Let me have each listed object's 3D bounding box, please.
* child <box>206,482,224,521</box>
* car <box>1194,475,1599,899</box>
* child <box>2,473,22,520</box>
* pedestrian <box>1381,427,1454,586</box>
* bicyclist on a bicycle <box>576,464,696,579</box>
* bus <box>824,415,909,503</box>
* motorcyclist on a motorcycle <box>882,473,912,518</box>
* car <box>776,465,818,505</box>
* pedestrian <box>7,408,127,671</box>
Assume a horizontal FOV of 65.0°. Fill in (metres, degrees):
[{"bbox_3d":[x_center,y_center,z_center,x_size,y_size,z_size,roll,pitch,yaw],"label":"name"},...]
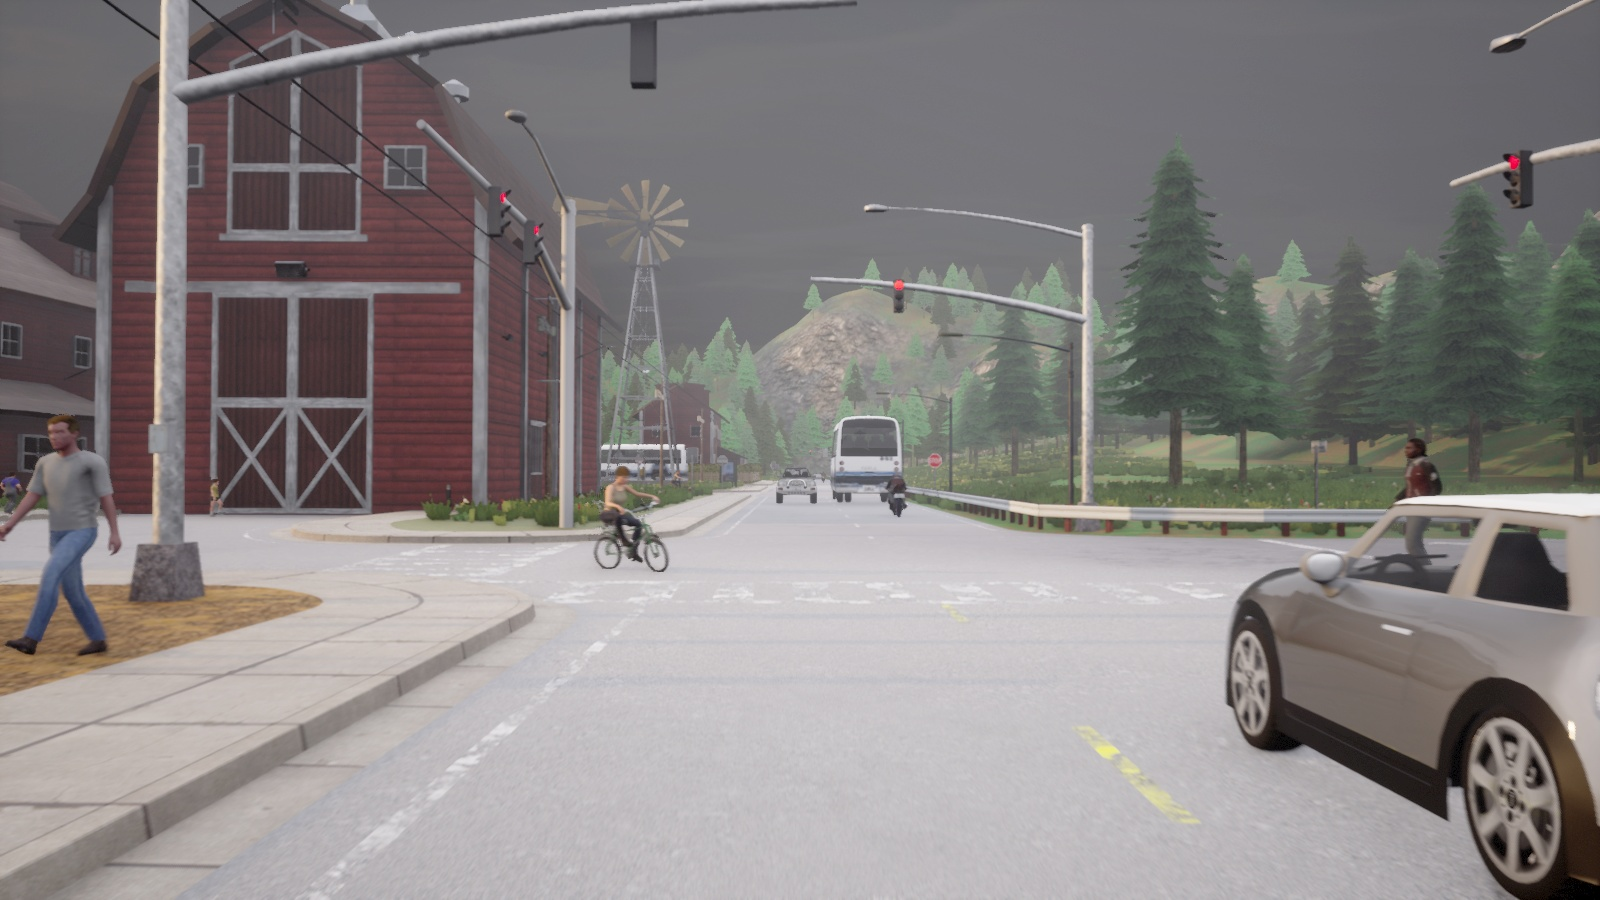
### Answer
[{"bbox_3d":[-16.950,1.493,36.359,0.394,1.110,0.255,0,-1,5],"label":"child"},{"bbox_3d":[3.485,0.867,5.996,1.970,1.475,3.806,0,-1,0],"label":"car"},{"bbox_3d":[-21.648,1.274,34.496,0.270,1.263,0.437,0,-1,-1],"label":"child"},{"bbox_3d":[7.573,0.687,15.414,0.666,1.930,0.402,0,-1,0],"label":"pedestrian"},{"bbox_3d":[-2.512,1.066,19.213,1.509,1.612,0.866,-1,5,33],"label":"bicyclist on a bicycle"},{"bbox_3d":[3.333,0.537,66.374,3.944,4.253,10.273,0,-1,0],"label":"bus"},{"bbox_3d":[3.393,1.573,43.973,0.866,1.530,2.191,0,-1,0],"label":"motorcyclist on a motorcycle"},{"bbox_3d":[-0.147,1.644,60.429,1.932,1.855,4.605,0,-1,0],"label":"car"},{"bbox_3d":[-5.331,0.629,9.156,0.354,1.836,0.706,0,-1,14],"label":"pedestrian"}]
